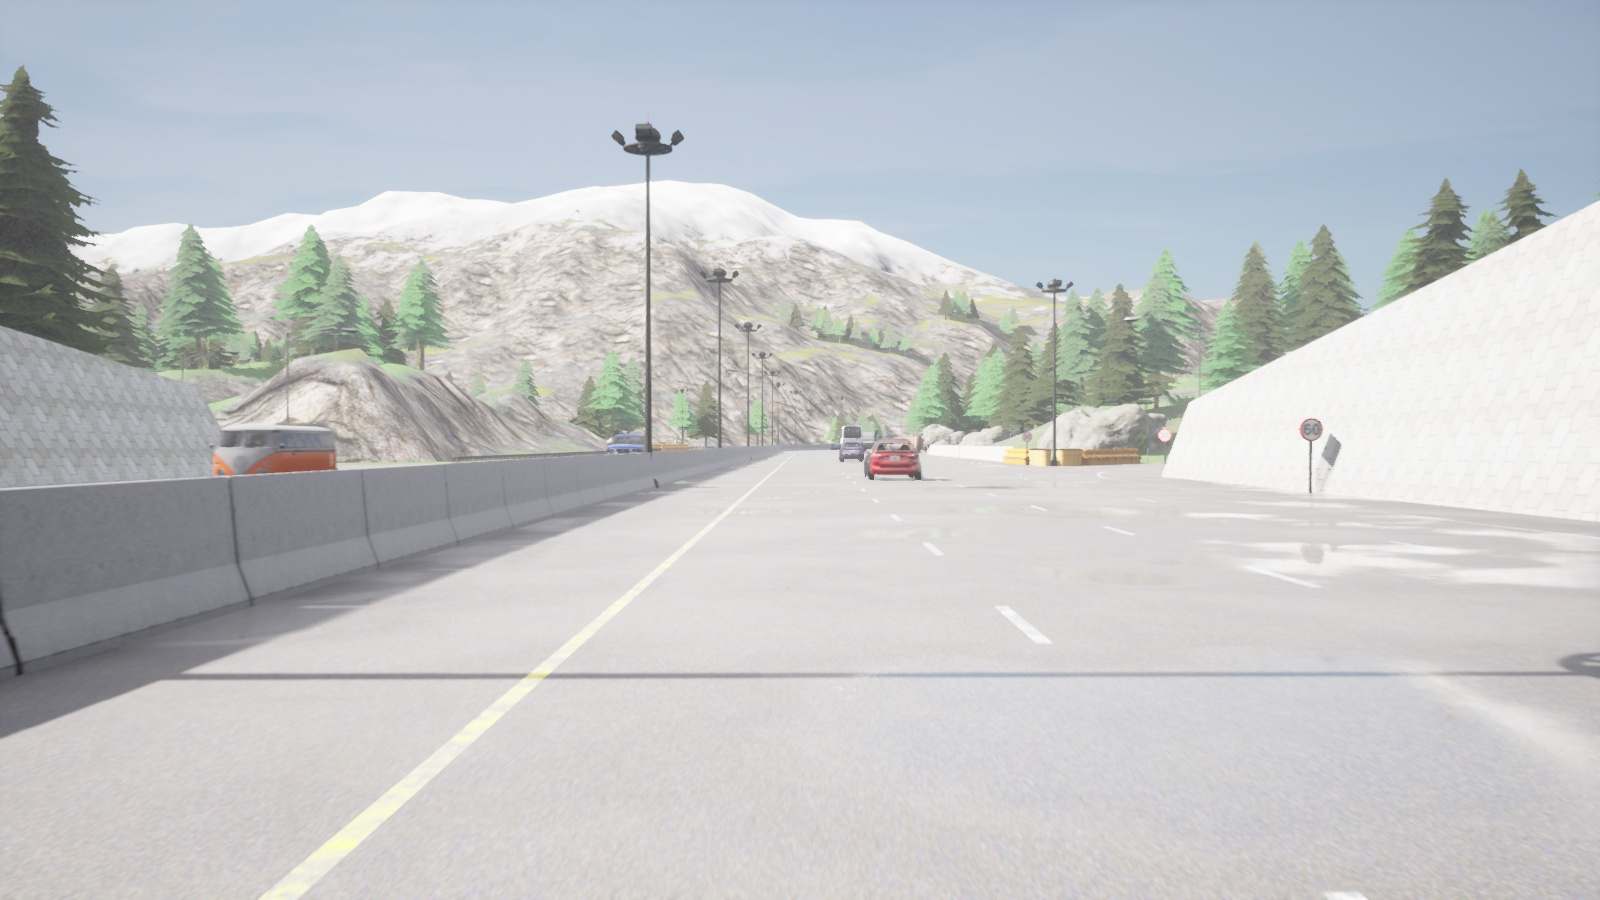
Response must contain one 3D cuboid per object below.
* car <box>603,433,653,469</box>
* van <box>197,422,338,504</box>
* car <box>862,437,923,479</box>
[{"bbox_3d":[-10.065,0.042,73.758,2.150,2.045,5.566,0,0,0],"label":"car"},{"bbox_3d":[-13.798,0.304,32.842,1.775,1.987,4.442,0,0,0],"label":"van"},{"bbox_3d":[3.813,0.300,52.407,2.242,1.667,4.611,0,0,0],"label":"car"}]
